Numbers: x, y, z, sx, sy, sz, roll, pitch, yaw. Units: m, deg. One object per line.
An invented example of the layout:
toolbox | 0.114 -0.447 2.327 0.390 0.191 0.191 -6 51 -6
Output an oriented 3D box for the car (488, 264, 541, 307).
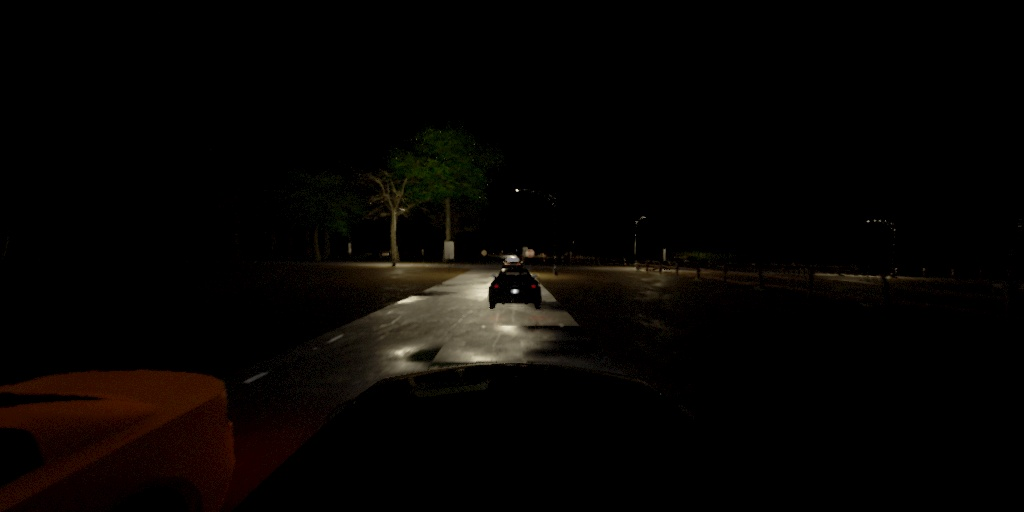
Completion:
car | 0.101 1.188 14.573 1.994 1.385 4.181 0 1 0

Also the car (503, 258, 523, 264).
car | 0.070 0.903 34.648 2.128 1.511 4.902 0 1 0

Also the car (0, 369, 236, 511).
car | -2.841 1.241 0.343 1.882 1.535 5.008 0 1 0
